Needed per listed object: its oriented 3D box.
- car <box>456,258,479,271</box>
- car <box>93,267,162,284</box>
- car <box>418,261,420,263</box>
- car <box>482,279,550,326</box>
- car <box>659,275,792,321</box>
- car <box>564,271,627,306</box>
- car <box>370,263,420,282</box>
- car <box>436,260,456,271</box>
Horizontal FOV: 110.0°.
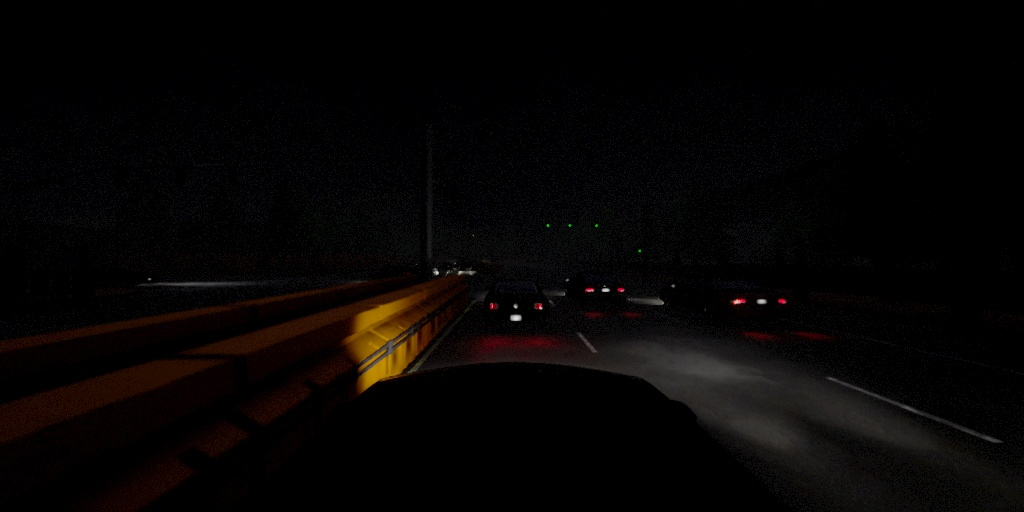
[{"bbox_3d":[-6.983,1.292,56.667,2.150,2.045,5.566,0,-1,1],"label":"car"},{"bbox_3d":[-30.579,1.503,28.091,4.718,1.301,1.895,0,0,0],"label":"car"},{"bbox_3d":[-13.981,1.423,56.990,2.097,1.767,4.553,0,0,1],"label":"car"},{"bbox_3d":[0.113,1.411,11.990,1.895,1.301,4.718,0,0,0],"label":"car"},{"bbox_3d":[7.113,1.362,12.712,2.033,1.411,5.357,0,0,0],"label":"car"},{"bbox_3d":[3.618,1.383,16.341,2.033,1.411,5.357,0,0,0],"label":"car"},{"bbox_3d":[-9.402,1.472,28.980,4.181,1.385,1.994,0,-1,28],"label":"car"},{"bbox_3d":[-10.489,1.545,56.328,1.882,1.535,5.008,0,0,0],"label":"car"}]
